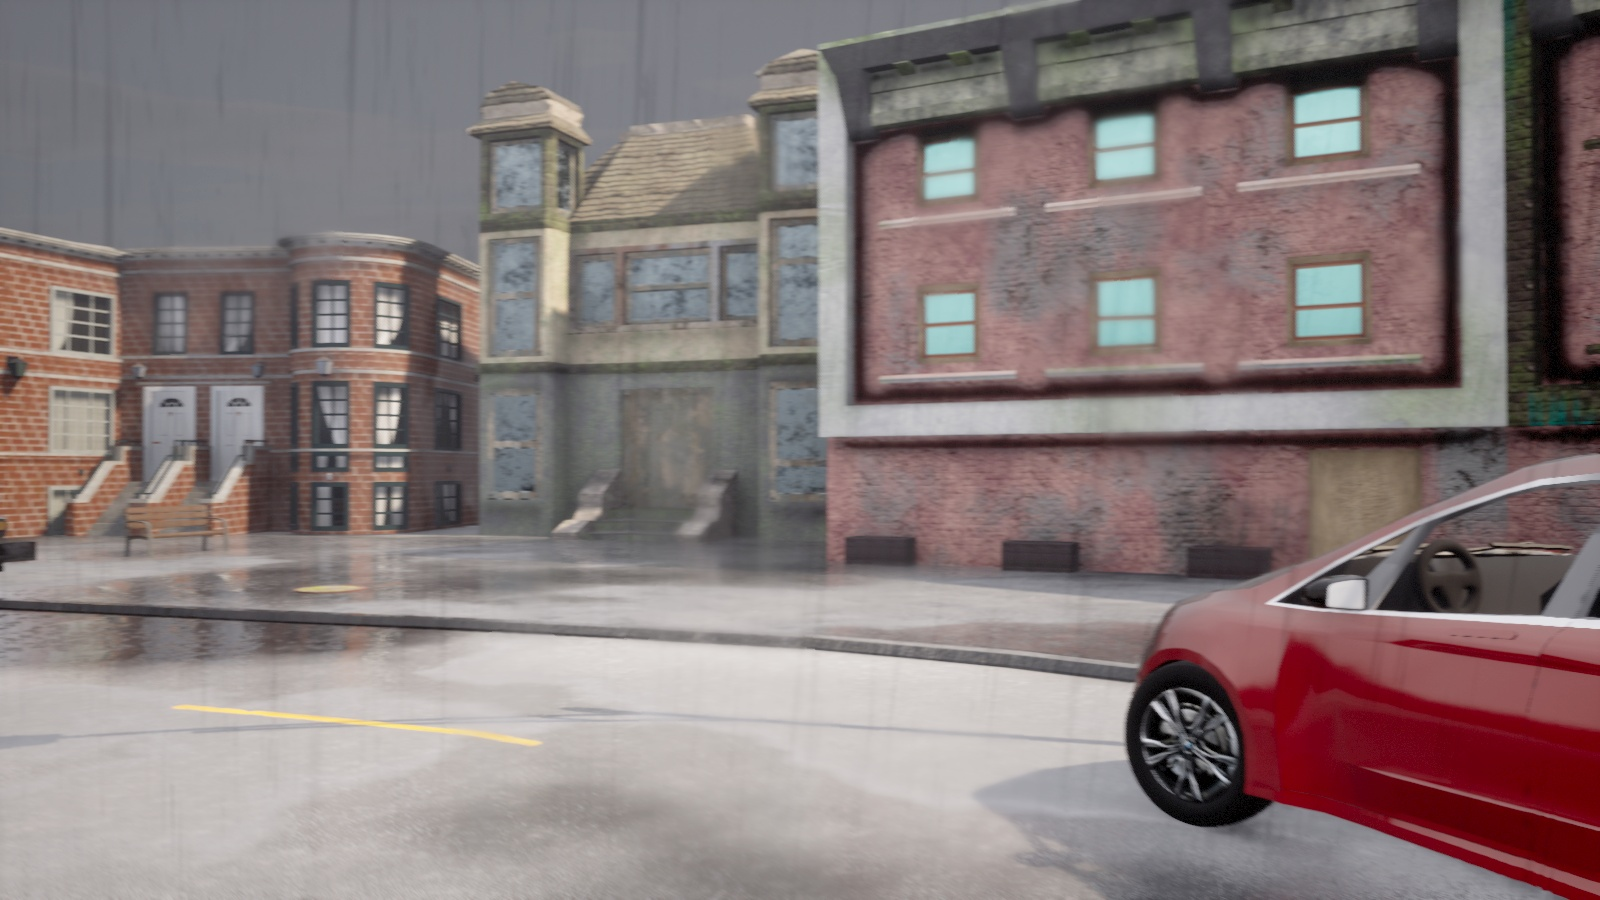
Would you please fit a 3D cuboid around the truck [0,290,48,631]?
[{"bbox_3d":[-12.153,0.160,13.103,7.936,3.462,2.891,-1,-1,18],"label":"truck"}]

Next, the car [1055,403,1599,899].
[{"bbox_3d":[3.159,0.709,4.584,2.242,1.667,4.611,0,-1,-21],"label":"car"}]
